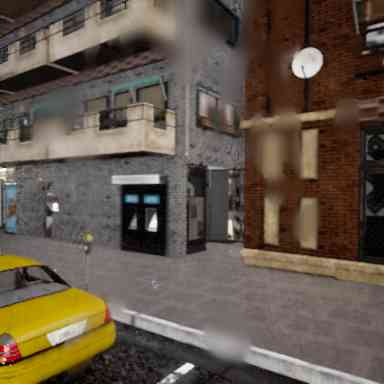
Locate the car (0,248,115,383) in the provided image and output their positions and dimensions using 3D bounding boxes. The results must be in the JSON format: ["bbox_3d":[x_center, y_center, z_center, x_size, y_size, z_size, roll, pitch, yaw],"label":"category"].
[{"bbox_3d":[-3.263,1.530,5.036,4.829,1.417,1.752,0,1,35],"label":"car"}]
